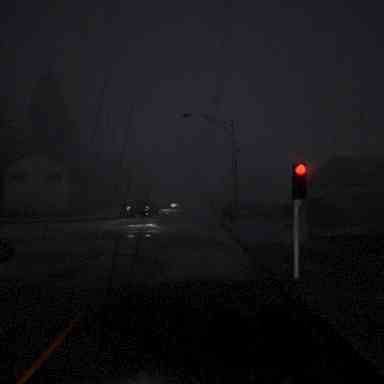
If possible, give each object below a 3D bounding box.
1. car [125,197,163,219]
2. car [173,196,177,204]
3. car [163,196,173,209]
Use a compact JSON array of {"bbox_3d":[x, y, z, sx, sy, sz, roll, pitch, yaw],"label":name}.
[{"bbox_3d":[-4.312,1.357,29.434,2.097,1.767,4.553,0,0,6],"label":"car"},{"bbox_3d":[-4.001,1.505,65.664,2.128,1.511,4.902,0,0,1],"label":"car"},{"bbox_3d":[-4.073,1.487,46.168,1.882,1.535,5.008,0,0,0],"label":"car"}]
